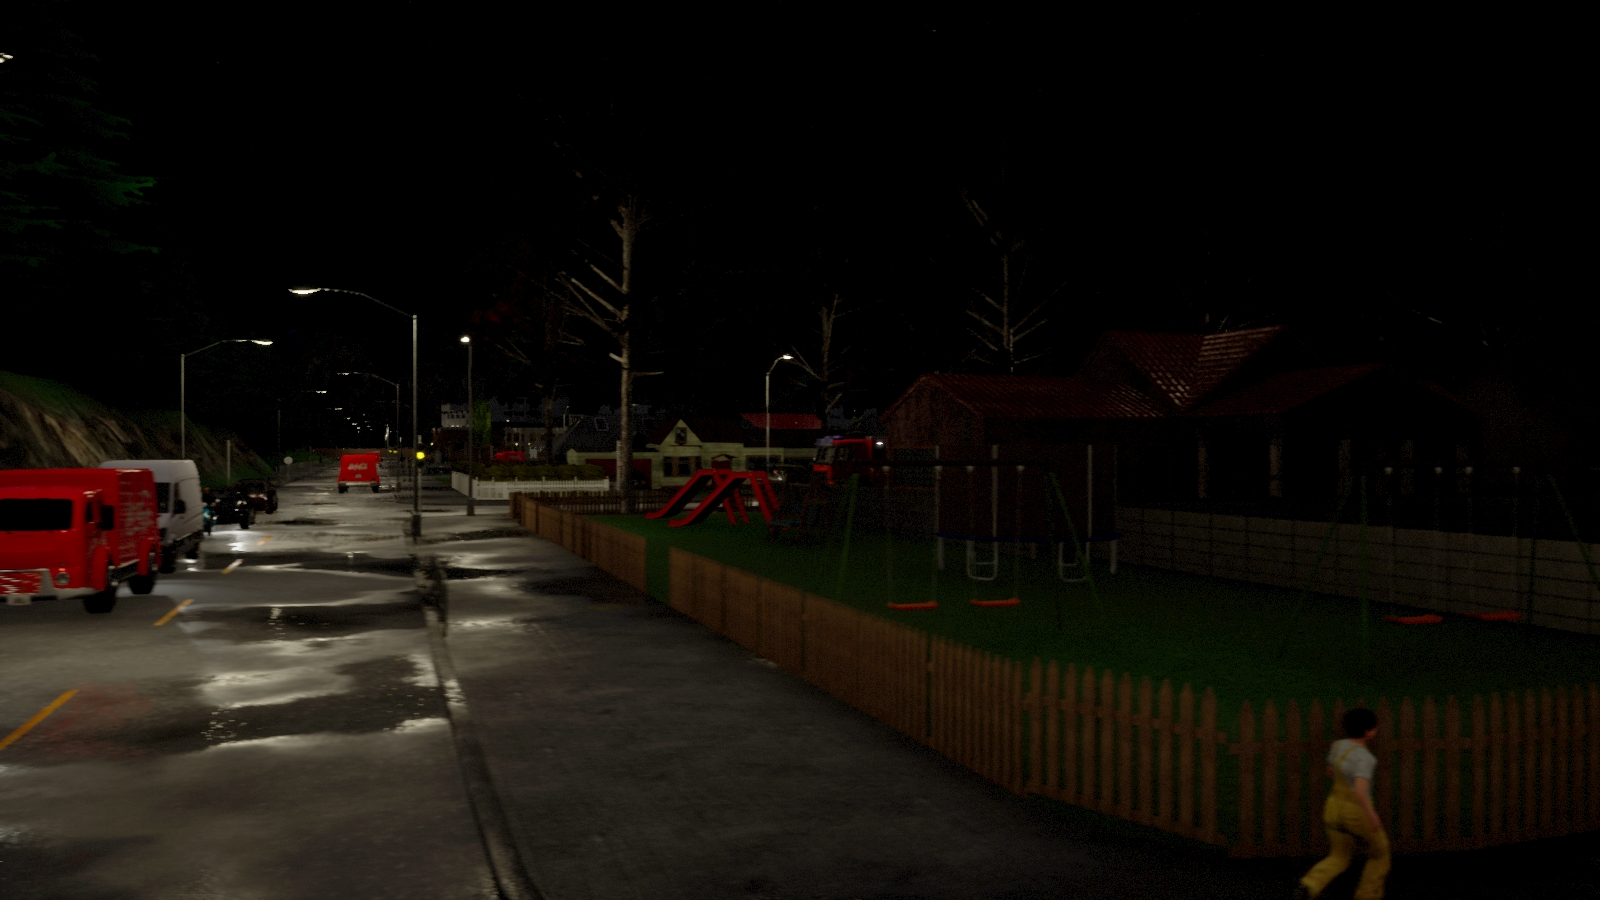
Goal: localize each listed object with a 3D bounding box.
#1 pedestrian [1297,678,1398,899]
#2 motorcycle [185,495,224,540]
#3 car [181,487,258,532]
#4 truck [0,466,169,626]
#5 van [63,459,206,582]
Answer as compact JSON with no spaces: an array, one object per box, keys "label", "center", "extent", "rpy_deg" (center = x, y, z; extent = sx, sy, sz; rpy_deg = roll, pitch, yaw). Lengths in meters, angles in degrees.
[{"label":"pedestrian","center":[3.177,2.025,6.647],"extent":[0.375,1.300,0.375],"rpy_deg":[0,0,-16]},{"label":"motorcycle","center":[-19.024,2.142,36.547],"extent":[0.856,1.316,1.805],"rpy_deg":[0,0,-19]},{"label":"car","center":[-20.882,2.118,41.251],"extent":[1.994,1.385,4.181],"rpy_deg":[0,0,-20]},{"label":"truck","center":[-13.366,1.568,20.702],"extent":[2.627,2.467,5.204],"rpy_deg":[0,0,-20]},{"label":"van","center":[-15.866,1.534,27.565],"extent":[1.988,2.561,5.915],"rpy_deg":[0,0,-20]}]
